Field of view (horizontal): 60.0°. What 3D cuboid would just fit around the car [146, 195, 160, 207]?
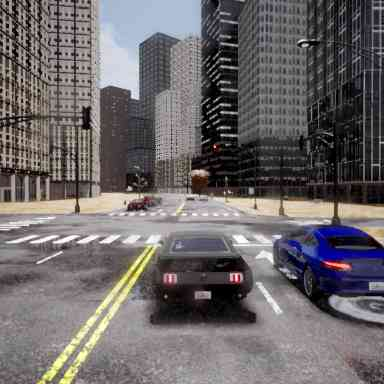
[{"bbox_3d":[-6.551,1.299,50.611,2.097,1.767,4.553,0,0,0],"label":"car"}]

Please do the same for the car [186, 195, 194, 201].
[{"bbox_3d":[-0.477,1.469,80.459,1.895,1.301,4.718,0,0,-4],"label":"car"}]

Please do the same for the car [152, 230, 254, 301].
[{"bbox_3d":[0.106,1.598,8.302,1.895,1.301,4.718,0,0,-3],"label":"car"}]

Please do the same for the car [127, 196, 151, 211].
[{"bbox_3d":[-6.561,1.530,40.362,1.994,1.385,4.181,0,0,0],"label":"car"}]

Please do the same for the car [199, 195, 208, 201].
[{"bbox_3d":[2.772,1.397,80.574,1.812,1.442,4.674,0,0,-4],"label":"car"}]

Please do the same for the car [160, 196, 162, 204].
[{"bbox_3d":[-6.540,1.416,60.902,2.128,1.511,4.902,0,0,0],"label":"car"}]

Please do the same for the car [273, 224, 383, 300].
[{"bbox_3d":[3.349,1.523,8.272,1.812,1.442,4.674,0,0,1],"label":"car"}]
